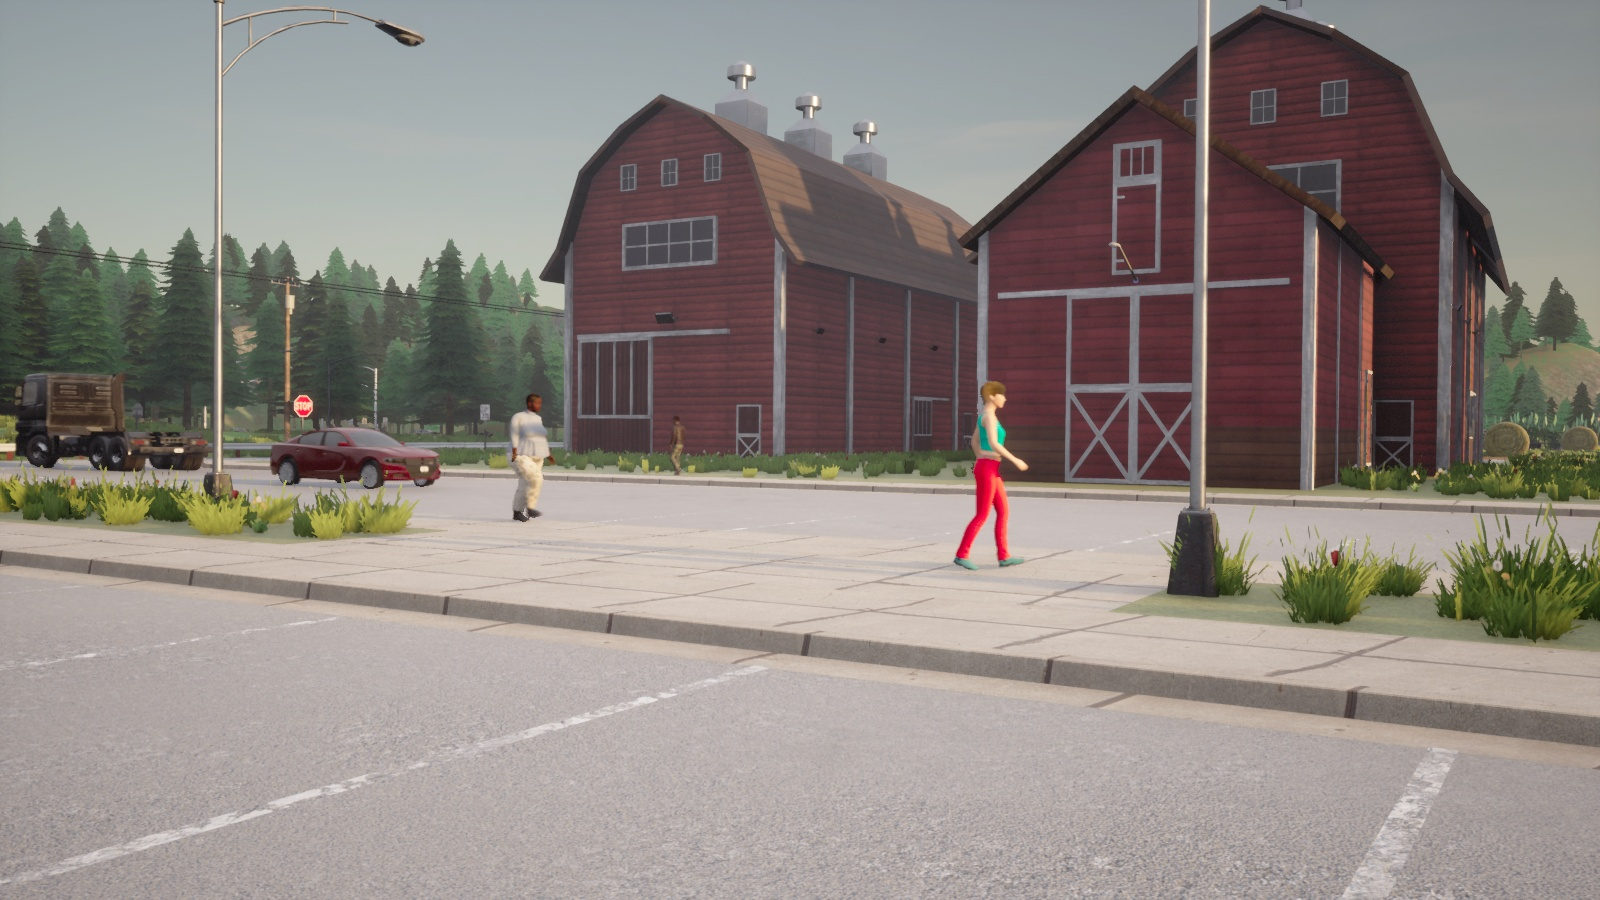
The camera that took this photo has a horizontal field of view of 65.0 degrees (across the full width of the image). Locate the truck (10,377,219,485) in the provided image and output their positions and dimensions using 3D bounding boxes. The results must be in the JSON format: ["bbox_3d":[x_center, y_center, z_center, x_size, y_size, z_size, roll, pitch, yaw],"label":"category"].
[{"bbox_3d":[-23.997,-0.631,43.804,7.936,3.462,2.891,0,1,32],"label":"truck"}]

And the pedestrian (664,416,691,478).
[{"bbox_3d":[-3.651,-0.091,37.406,0.703,1.840,0.431,0,1,40],"label":"pedestrian"}]

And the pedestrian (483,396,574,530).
[{"bbox_3d":[-3.875,0.176,17.972,0.900,1.855,0.874,0,1,26],"label":"pedestrian"}]

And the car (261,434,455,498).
[{"bbox_3d":[-11.369,0.373,32.181,5.008,1.535,1.882,0,1,30],"label":"car"}]

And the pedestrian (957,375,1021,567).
[{"bbox_3d":[1.848,0.201,12.228,0.594,1.836,0.345,0,1,10],"label":"pedestrian"}]
